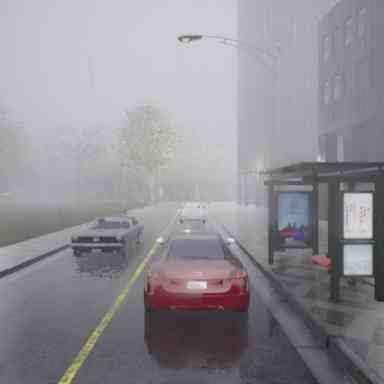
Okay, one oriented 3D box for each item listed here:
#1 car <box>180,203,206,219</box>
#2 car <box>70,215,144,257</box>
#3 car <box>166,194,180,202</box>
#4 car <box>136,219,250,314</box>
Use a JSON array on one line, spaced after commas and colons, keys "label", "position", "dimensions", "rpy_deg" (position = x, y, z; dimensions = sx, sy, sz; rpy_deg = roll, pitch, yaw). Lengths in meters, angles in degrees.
[{"label": "car", "position": [0.055, 1.554, 25.036], "dimensions": [1.812, 1.442, 4.674], "rpy_deg": [0, 0, 0]}, {"label": "car", "position": [-3.124, 1.614, 13.074], "dimensions": [1.895, 1.301, 4.718], "rpy_deg": [0, 0, 0]}, {"label": "car", "position": [-3.098, 1.016, 53.775], "dimensions": [2.097, 1.767, 4.553], "rpy_deg": [0, 0, 0]}, {"label": "car", "position": [0.085, 1.570, 7.704], "dimensions": [1.994, 1.385, 4.181], "rpy_deg": [0, 0, 0]}]
